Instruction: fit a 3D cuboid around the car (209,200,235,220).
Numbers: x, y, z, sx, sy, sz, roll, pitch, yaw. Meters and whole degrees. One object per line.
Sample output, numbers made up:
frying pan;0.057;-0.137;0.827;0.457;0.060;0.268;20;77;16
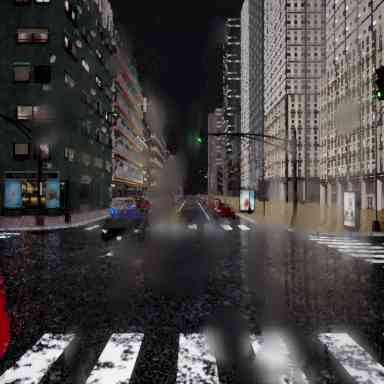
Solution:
car;2.645;1.592;27.890;1.802;1.307;4.206;0;0;0

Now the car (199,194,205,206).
car;2.593;1.469;55.529;1.967;1.590;4.097;0;0;0

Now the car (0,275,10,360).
car;-3.002;1.224;1.261;2.150;2.045;5.566;0;0;0

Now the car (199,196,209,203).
car;2.561;1.592;72.112;1.887;1.381;4.507;0;0;0

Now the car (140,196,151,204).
car;-5.744;1.329;33.403;2.192;1.841;5.009;0;0;0

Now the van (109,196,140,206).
van;-5.734;1.352;27.876;1.690;1.788;3.998;0;0;0

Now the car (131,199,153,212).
car;-5.757;1.562;38.931;1.887;1.381;4.507;0;0;0

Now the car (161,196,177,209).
car;-3.084;1.617;45.060;1.895;1.301;4.718;0;0;0

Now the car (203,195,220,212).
car;2.625;1.457;38.946;1.967;1.590;4.097;0;0;0

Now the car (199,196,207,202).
car;2.551;1.636;77.639;1.802;1.307;4.206;0;0;0

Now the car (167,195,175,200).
car;-5.861;1.643;94.207;1.947;1.339;4.313;0;0;0

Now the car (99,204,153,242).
car;-3.031;1.553;16.578;2.033;1.411;5.357;0;0;0

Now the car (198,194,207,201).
car;2.542;1.376;83.167;2.192;1.841;5.009;0;0;0
